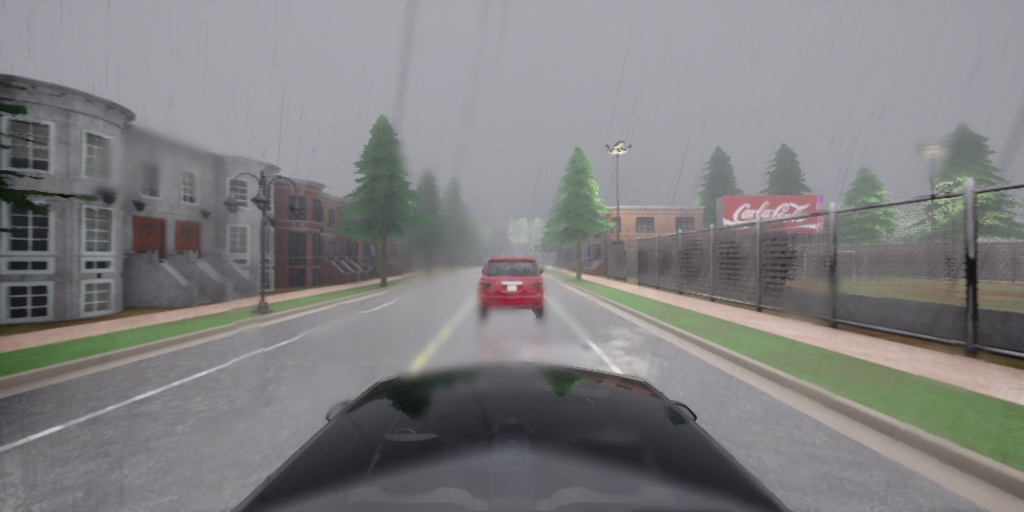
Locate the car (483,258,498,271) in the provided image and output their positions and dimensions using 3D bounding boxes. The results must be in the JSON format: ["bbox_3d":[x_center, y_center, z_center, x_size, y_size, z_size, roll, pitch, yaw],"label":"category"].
[{"bbox_3d":[-3.563,1.353,59.904,2.150,2.045,5.566,0,0,1],"label":"car"}]

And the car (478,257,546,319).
[{"bbox_3d":[0.026,1.049,13.267,2.150,2.045,5.566,0,0,1],"label":"car"}]
